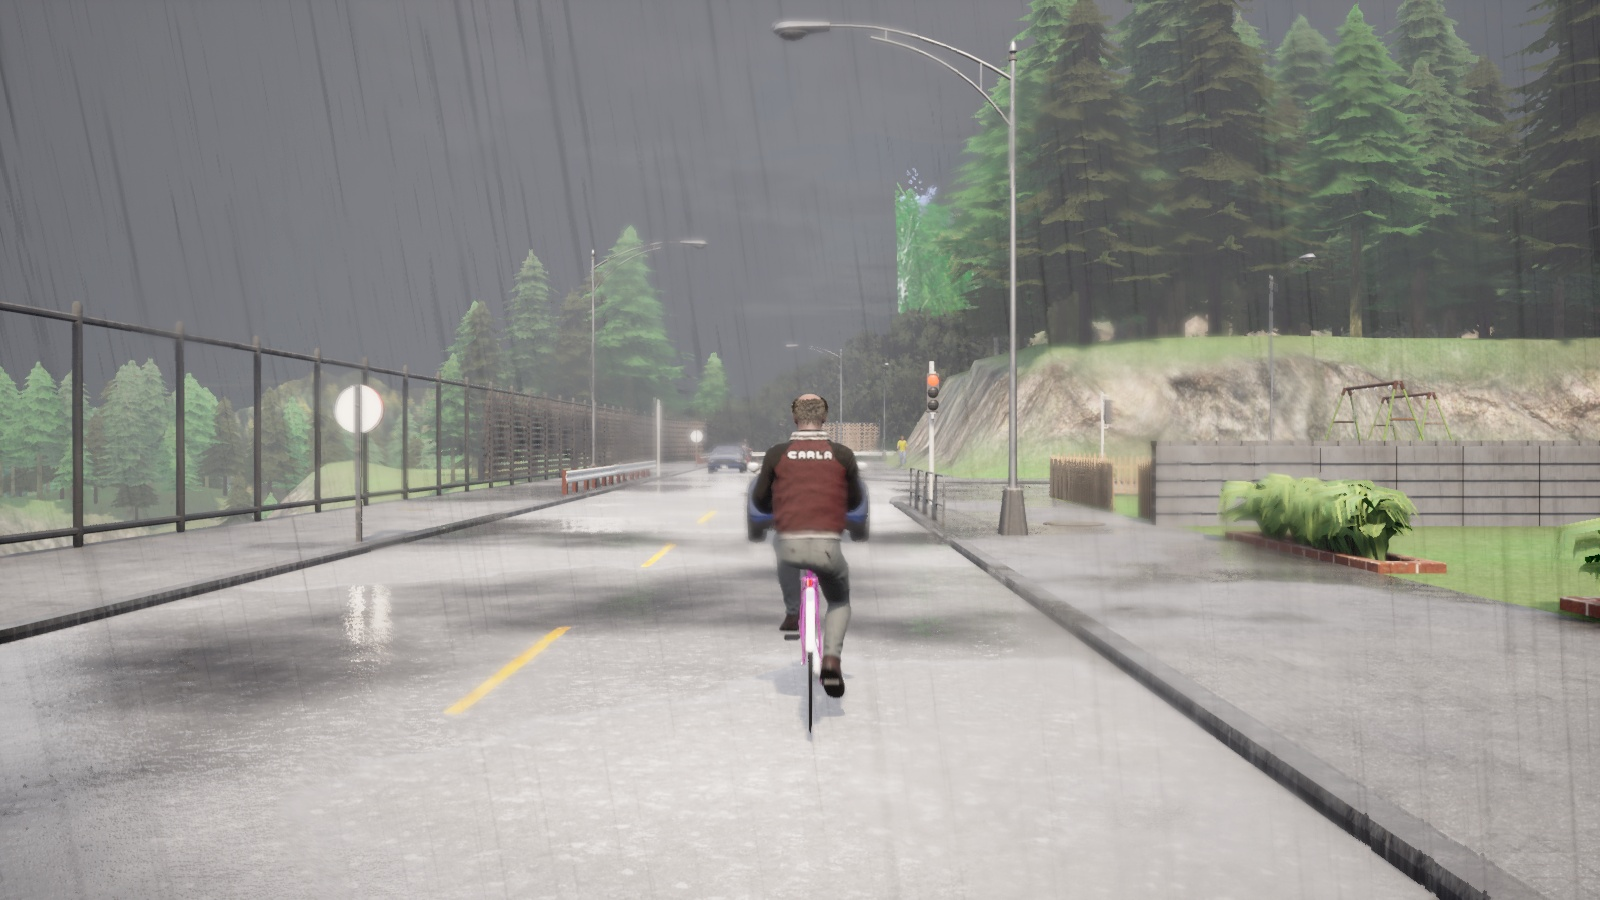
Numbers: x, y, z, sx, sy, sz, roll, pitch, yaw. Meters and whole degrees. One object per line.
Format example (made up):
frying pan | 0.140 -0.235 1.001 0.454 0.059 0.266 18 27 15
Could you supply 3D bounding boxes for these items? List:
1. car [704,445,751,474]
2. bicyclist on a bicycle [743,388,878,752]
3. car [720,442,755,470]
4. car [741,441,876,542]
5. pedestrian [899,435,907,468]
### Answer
car | -3.595 0.434 63.269 2.033 1.411 5.357 0 0 0
bicyclist on a bicycle | 0.055 0.578 7.034 0.659 1.776 1.843 0 0 0
car | -3.579 0.315 72.130 1.789 1.549 3.705 0 0 0
car | 0.130 0.598 20.234 1.970 1.475 3.806 0 0 0
pedestrian | 5.673 0.071 69.148 0.354 1.836 0.706 0 0 0
